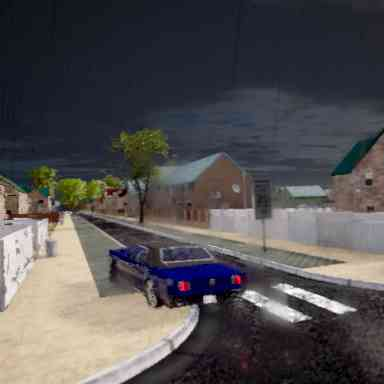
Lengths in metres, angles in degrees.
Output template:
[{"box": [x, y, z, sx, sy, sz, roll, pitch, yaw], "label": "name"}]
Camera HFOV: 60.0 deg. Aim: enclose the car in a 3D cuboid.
[{"box": [-0.703, 1.904, 8.540, 1.895, 1.301, 4.718, 2, -3, -29], "label": "car"}]
